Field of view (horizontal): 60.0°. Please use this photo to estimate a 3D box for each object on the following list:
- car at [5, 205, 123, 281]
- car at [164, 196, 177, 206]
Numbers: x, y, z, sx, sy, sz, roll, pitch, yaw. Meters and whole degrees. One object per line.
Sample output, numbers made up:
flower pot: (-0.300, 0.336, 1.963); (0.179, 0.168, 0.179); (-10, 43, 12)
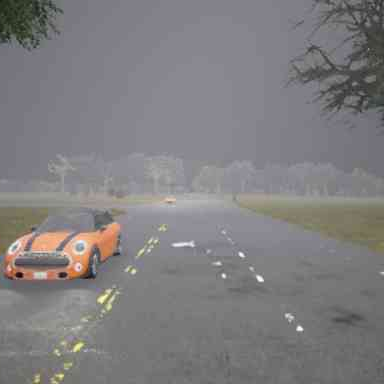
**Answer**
car: (-3.499, 1.333, 9.931); (2.097, 1.767, 4.553); (0, 0, 0)
car: (-3.482, 1.335, 53.816); (1.882, 1.535, 5.008); (0, 1, 0)
